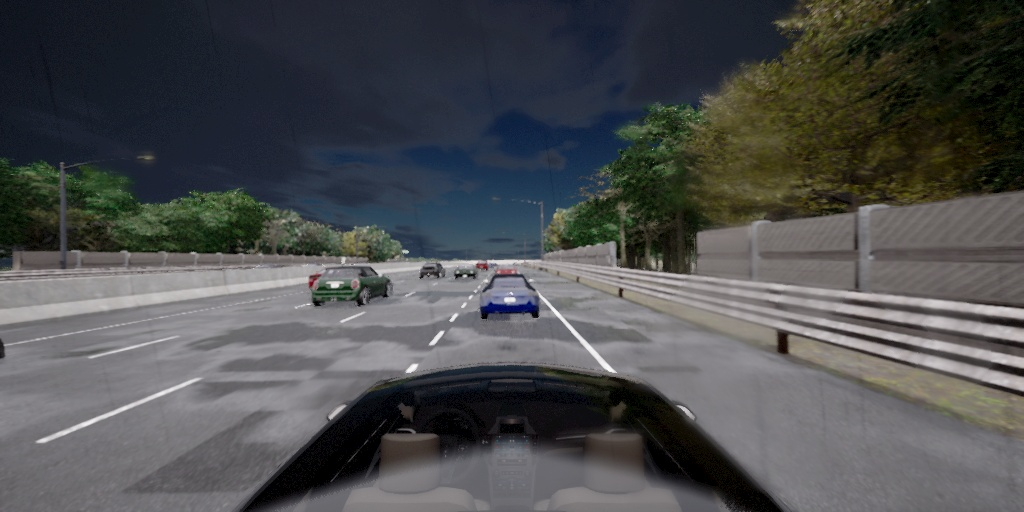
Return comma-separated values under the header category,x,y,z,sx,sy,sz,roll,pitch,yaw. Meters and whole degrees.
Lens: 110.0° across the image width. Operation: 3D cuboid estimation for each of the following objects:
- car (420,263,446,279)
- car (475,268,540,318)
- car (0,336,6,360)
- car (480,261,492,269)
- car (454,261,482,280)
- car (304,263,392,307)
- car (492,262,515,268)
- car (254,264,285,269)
category,x,y,z,sx,sy,sz,roll,pitch,yaw
car,-7.569,1.398,34.659,1.837,1.490,4.892,-1,0,-1
car,-0.107,1.335,13.183,1.994,1.385,4.181,-1,0,-1
car,-10.431,1.460,4.871,1.994,1.385,4.181,-1,0,-1
car,-4.634,1.519,56.432,1.882,1.535,5.008,-1,-1,-1
car,-4.137,1.442,33.227,1.895,1.301,4.718,-1,0,-1
car,-7.184,1.219,16.579,2.097,1.767,4.553,-1,0,-1
car,-0.507,1.391,32.157,1.895,1.301,4.718,-1,0,-1
car,-32.521,1.812,47.965,2.128,1.511,4.902,-1,-1,-1
